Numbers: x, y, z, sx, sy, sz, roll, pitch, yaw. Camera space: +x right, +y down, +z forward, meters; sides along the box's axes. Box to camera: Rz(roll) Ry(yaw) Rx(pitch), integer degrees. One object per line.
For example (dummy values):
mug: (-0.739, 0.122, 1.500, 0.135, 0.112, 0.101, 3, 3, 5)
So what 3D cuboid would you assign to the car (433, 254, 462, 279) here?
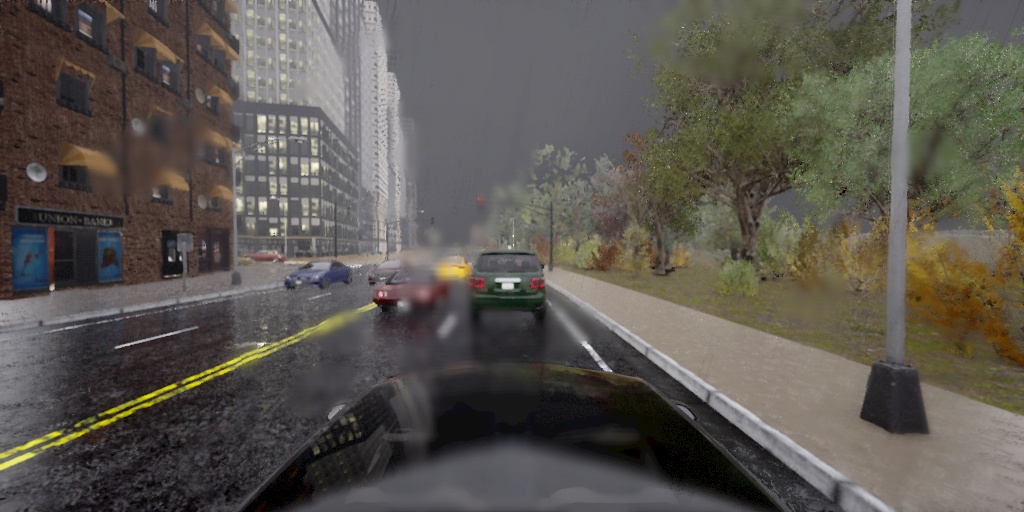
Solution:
car: (-3.750, 0.818, 23.996, 1.882, 1.535, 5.008, 0, 1, -2)

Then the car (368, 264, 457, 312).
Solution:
car: (-3.342, 1.144, 13.063, 1.895, 1.301, 4.718, 0, 1, -2)

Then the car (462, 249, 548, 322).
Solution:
car: (-0.086, 0.791, 11.667, 2.150, 2.045, 5.566, 0, 1, 0)

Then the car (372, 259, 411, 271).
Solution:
car: (-7.053, 0.912, 21.541, 1.812, 1.442, 4.674, 0, 1, -2)

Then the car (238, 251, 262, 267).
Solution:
car: (-26.890, 0.363, 33.664, 4.829, 1.417, 1.751, 0, 0, -11)

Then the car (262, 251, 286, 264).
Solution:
car: (-28.980, 0.078, 41.961, 4.097, 1.591, 1.967, 0, 0, -11)

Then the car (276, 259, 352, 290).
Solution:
car: (-10.224, 0.954, 19.360, 1.812, 1.442, 4.674, 0, 1, -2)
